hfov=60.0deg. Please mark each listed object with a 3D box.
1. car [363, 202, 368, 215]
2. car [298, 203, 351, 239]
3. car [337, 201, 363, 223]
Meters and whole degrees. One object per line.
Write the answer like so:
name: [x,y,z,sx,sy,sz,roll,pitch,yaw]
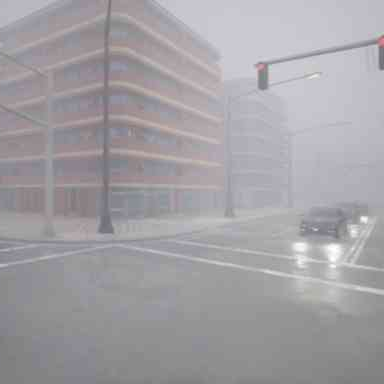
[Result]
car: [17.300,1.650,34.954,1.895,1.301,4.718,0,0,31]
car: [7.056,1.537,17.752,1.837,1.490,4.892,0,0,31]
car: [12.100,1.545,26.225,1.837,1.490,4.892,0,0,31]
